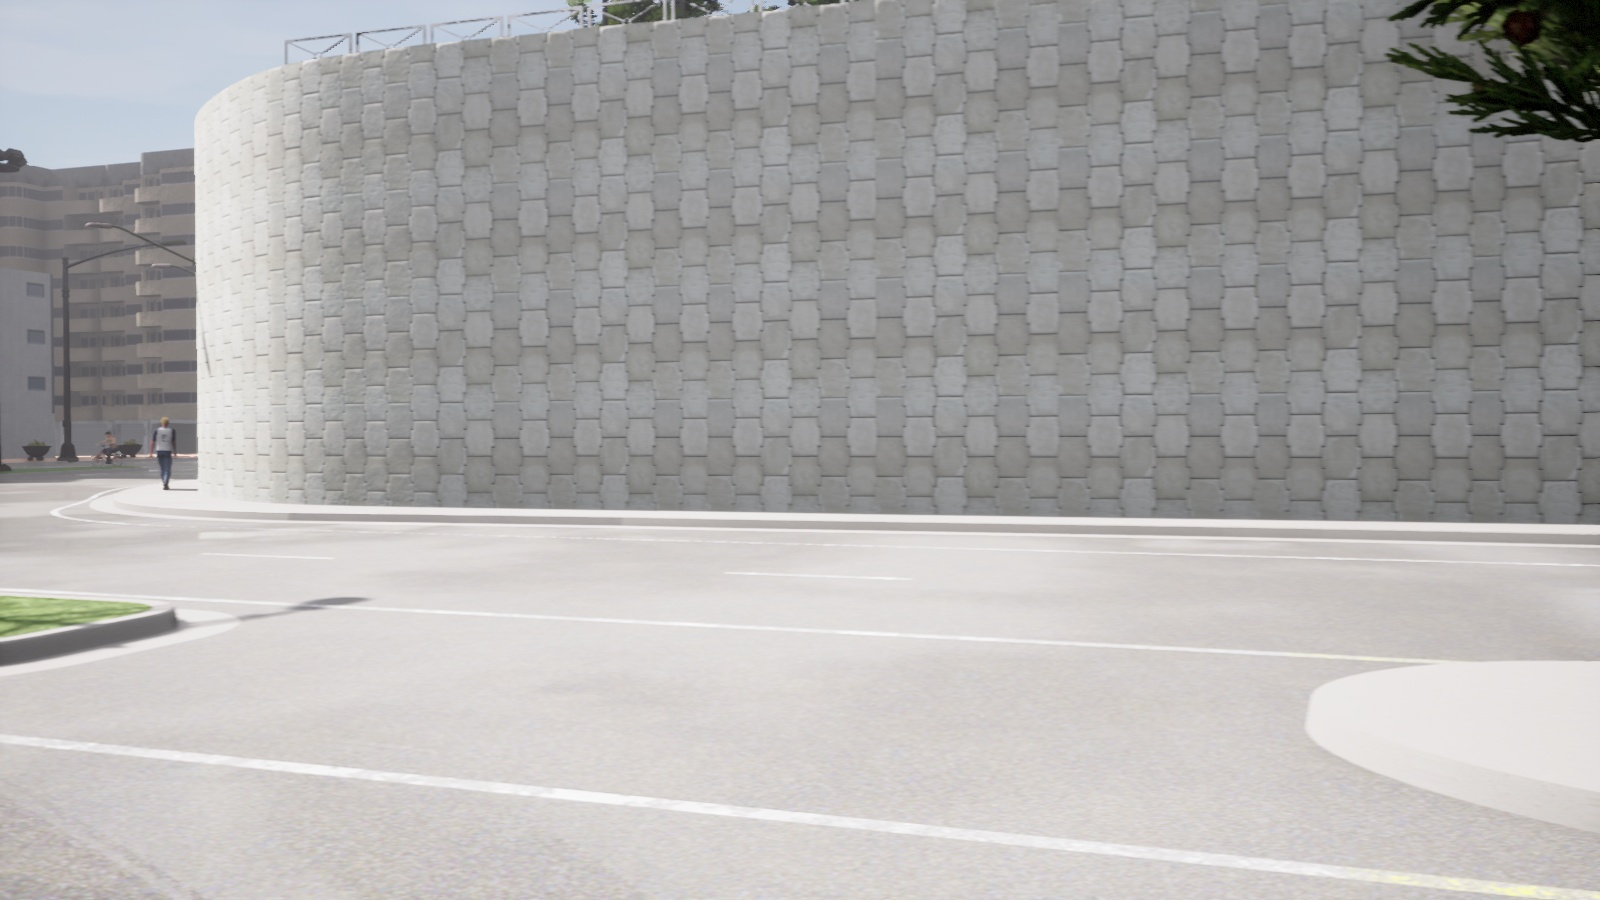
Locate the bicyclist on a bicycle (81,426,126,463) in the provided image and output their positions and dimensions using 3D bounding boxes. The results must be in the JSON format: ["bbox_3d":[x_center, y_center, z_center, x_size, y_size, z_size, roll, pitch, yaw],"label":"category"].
[{"bbox_3d":[-30.860,-0.245,55.674,0.866,1.612,1.509,0,1,23],"label":"bicyclist on a bicycle"}]

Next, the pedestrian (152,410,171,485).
[{"bbox_3d":[-15.807,-0.076,31.093,0.354,1.836,0.706,0,1,-21],"label":"pedestrian"}]
